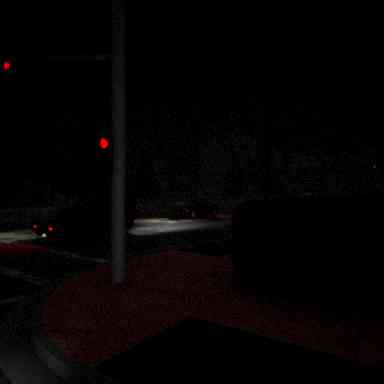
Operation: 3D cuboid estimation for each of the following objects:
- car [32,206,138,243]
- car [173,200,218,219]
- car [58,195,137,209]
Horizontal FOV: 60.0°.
[{"bbox_3d":[-5.119,1.601,16.353,1.895,1.301,4.718,0,0,38],"label":"car"},{"bbox_3d":[0.386,1.478,29.401,1.882,1.535,5.008,0,0,39],"label":"car"},{"bbox_3d":[-5.979,1.221,21.385,2.150,2.045,5.566,0,0,38],"label":"car"}]
